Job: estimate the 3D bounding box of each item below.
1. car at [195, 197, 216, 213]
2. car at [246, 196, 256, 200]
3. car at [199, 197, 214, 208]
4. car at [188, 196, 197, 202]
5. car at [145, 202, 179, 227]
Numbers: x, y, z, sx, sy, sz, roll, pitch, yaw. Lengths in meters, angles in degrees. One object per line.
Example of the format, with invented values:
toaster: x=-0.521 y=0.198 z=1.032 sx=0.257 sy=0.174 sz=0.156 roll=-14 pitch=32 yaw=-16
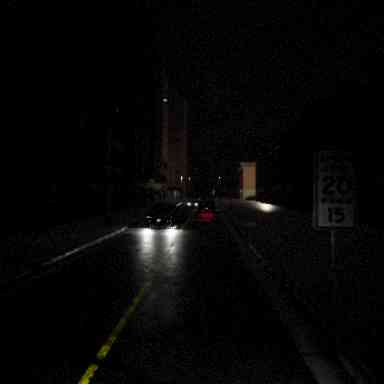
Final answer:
car: x=1.657 y=1.501 z=37.703 sx=1.837 sy=1.490 sz=4.892 roll=1 pitch=0 yaw=2
car: x=17.116 y=1.817 z=92.335 sx=4.313 sy=1.339 sz=1.947 roll=1 pitch=-1 yaw=2
car: x=2.140 y=1.489 z=49.178 sx=2.128 sy=1.511 sz=4.902 roll=1 pitch=0 yaw=3
car: x=0.230 y=1.482 z=71.124 sx=1.895 sy=1.301 sz=4.718 roll=1 pitch=0 yaw=2
car: x=-1.931 y=1.474 z=22.644 sx=1.837 sy=1.490 sz=4.892 roll=1 pitch=0 yaw=3
